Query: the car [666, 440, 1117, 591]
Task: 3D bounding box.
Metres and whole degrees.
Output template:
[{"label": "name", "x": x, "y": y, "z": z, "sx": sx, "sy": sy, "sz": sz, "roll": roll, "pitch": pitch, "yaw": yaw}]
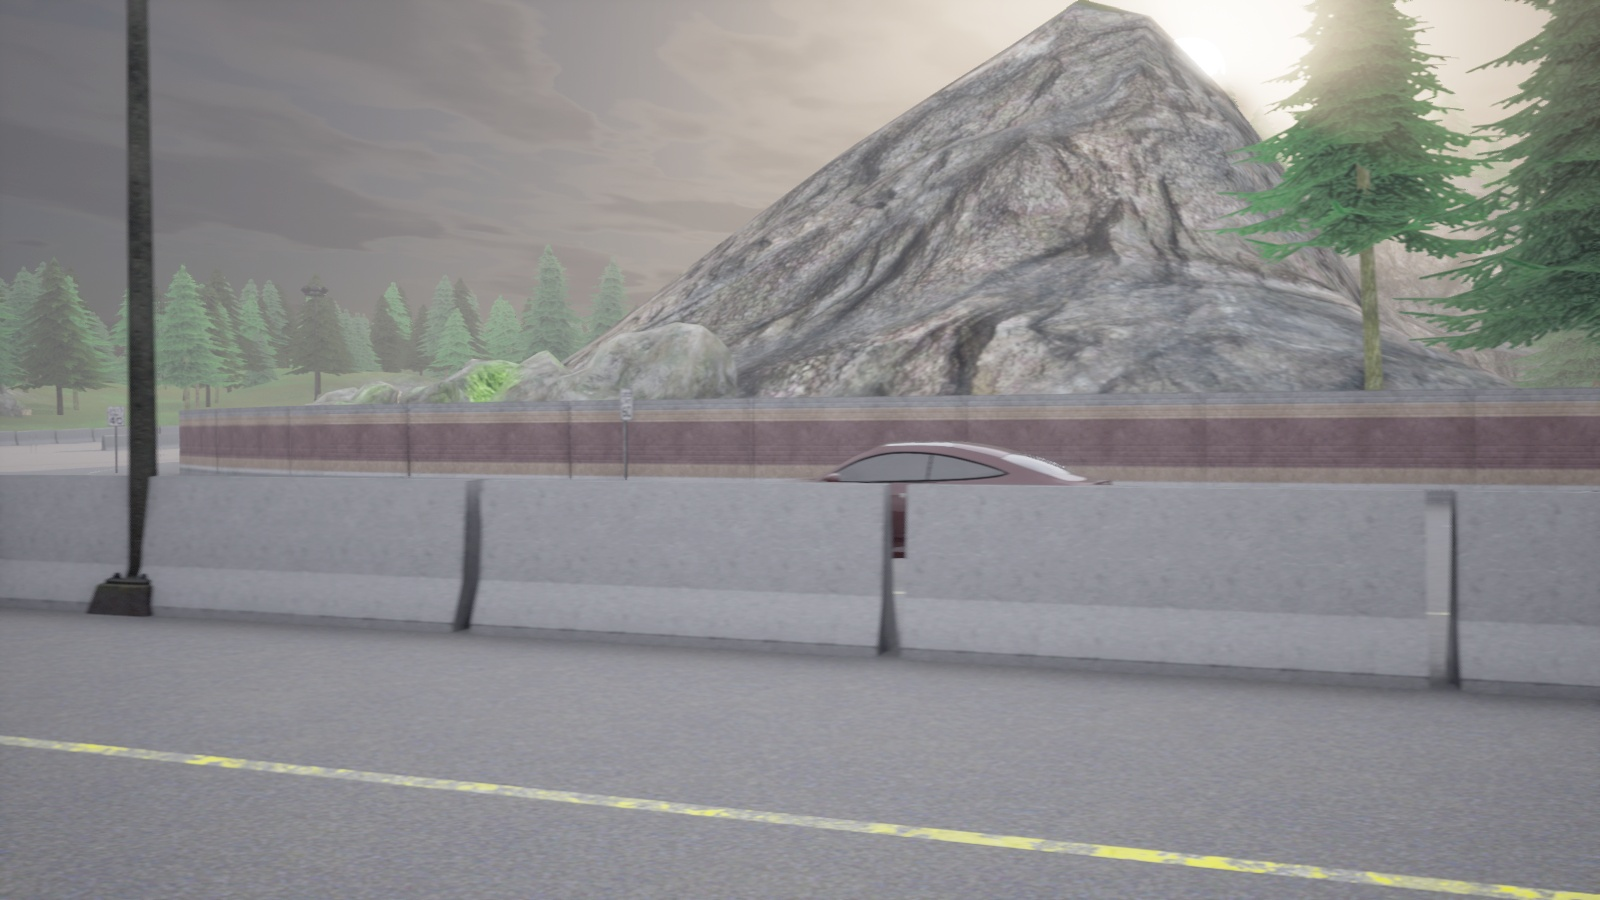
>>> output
[{"label": "car", "x": 1.033, "y": 0.633, "z": 13.925, "sx": 4.674, "sy": 1.442, "sz": 1.812, "roll": 0, "pitch": 1, "yaw": 19}]
